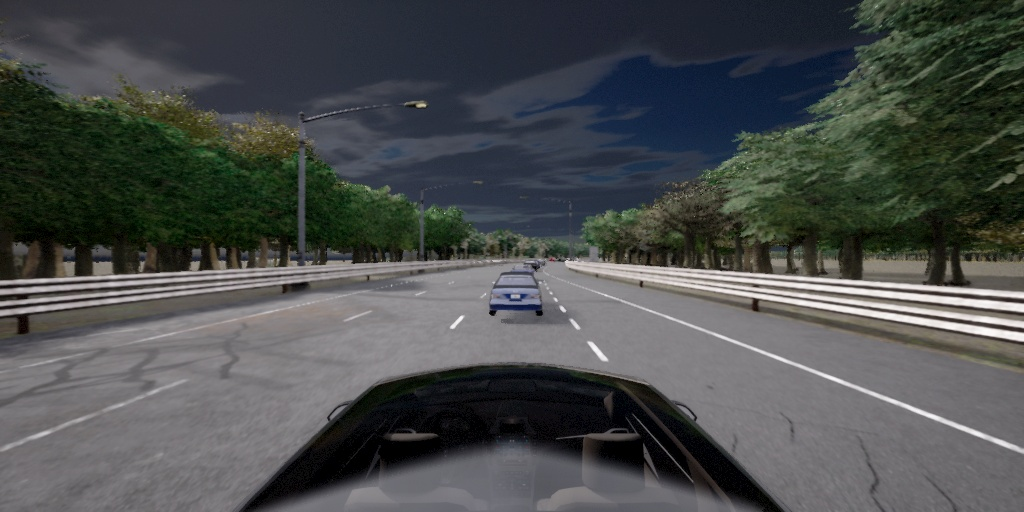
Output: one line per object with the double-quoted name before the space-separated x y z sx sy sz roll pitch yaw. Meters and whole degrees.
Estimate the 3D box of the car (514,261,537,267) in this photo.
"car" 0.947 1.379 30.614 1.895 1.301 4.718 0 0 4

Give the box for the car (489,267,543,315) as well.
"car" 0.177 1.302 13.615 2.033 1.411 5.357 0 0 2

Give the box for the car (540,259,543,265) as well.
"car" 3.667 1.384 59.273 1.812 1.442 4.674 0 0 7

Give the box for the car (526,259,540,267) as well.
"car" 2.605 1.305 50.097 1.882 1.535 5.008 0 0 6
